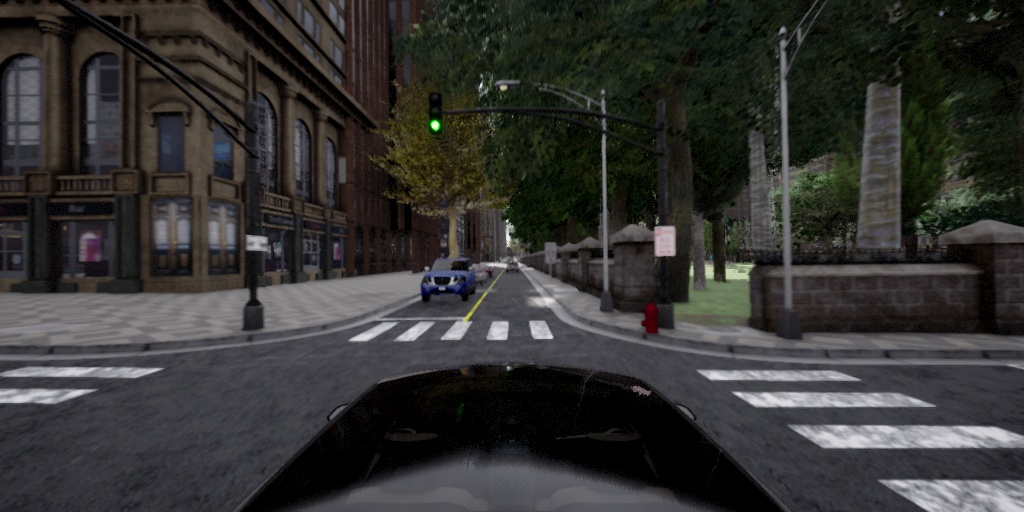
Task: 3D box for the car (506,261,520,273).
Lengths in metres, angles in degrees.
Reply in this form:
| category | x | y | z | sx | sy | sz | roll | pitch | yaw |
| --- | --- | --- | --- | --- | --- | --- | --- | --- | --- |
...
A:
| category | x | y | z | sx | sy | sz | roll | pitch | yaw |
| --- | --- | --- | --- | --- | --- | --- | --- | --- | --- |
| car | 0.093 | 1.628 | 51.091 | 2.033 | 1.411 | 5.357 | -1 | 0 | 1 |

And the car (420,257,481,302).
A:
| category | x | y | z | sx | sy | sz | roll | pitch | yaw |
| --- | --- | --- | --- | --- | --- | --- | --- | --- | --- |
| car | -3.088 | 1.097 | 18.489 | 2.150 | 2.045 | 5.566 | -1 | 0 | 0 |

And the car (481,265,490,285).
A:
| category | x | y | z | sx | sy | sz | roll | pitch | yaw |
| --- | --- | --- | --- | --- | --- | --- | --- | --- | --- |
| car | -3.032 | 1.543 | 28.304 | 1.895 | 1.301 | 4.718 | -1 | 0 | 0 |

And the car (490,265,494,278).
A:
| category | x | y | z | sx | sy | sz | roll | pitch | yaw |
| --- | --- | --- | --- | --- | --- | --- | --- | --- | --- |
| car | -2.955 | 1.618 | 38.517 | 1.895 | 1.301 | 4.718 | -1 | 0 | 0 |
